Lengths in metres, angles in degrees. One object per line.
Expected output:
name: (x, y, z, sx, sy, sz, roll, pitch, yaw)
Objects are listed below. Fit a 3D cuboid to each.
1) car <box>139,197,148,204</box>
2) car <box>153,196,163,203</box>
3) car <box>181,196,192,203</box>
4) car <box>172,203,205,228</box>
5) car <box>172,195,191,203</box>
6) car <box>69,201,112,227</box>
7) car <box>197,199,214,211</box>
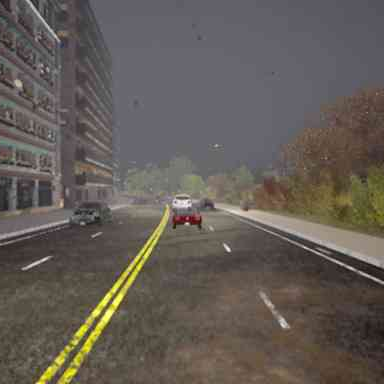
car: (-10.757, 1.794, 73.538, 2.033, 1.411, 5.357, 0, 0, -7)
car: (-7.535, 1.607, 73.967, 2.097, 1.767, 4.553, 0, 0, -7)
car: (-1.329, 1.739, 76.739, 1.882, 1.535, 5.008, 0, 0, -7)
car: (-0.370, 1.689, 22.795, 1.895, 1.301, 4.718, 0, 0, -2)
car: (-1.290, 1.375, 41.313, 2.150, 2.045, 5.566, 0, 0, -4)
car: (-7.098, 1.442, 23.618, 2.097, 1.767, 4.553, 0, 0, -2)
car: (1.811, 1.668, 43.575, 1.837, 1.490, 4.892, 0, 0, -4)
